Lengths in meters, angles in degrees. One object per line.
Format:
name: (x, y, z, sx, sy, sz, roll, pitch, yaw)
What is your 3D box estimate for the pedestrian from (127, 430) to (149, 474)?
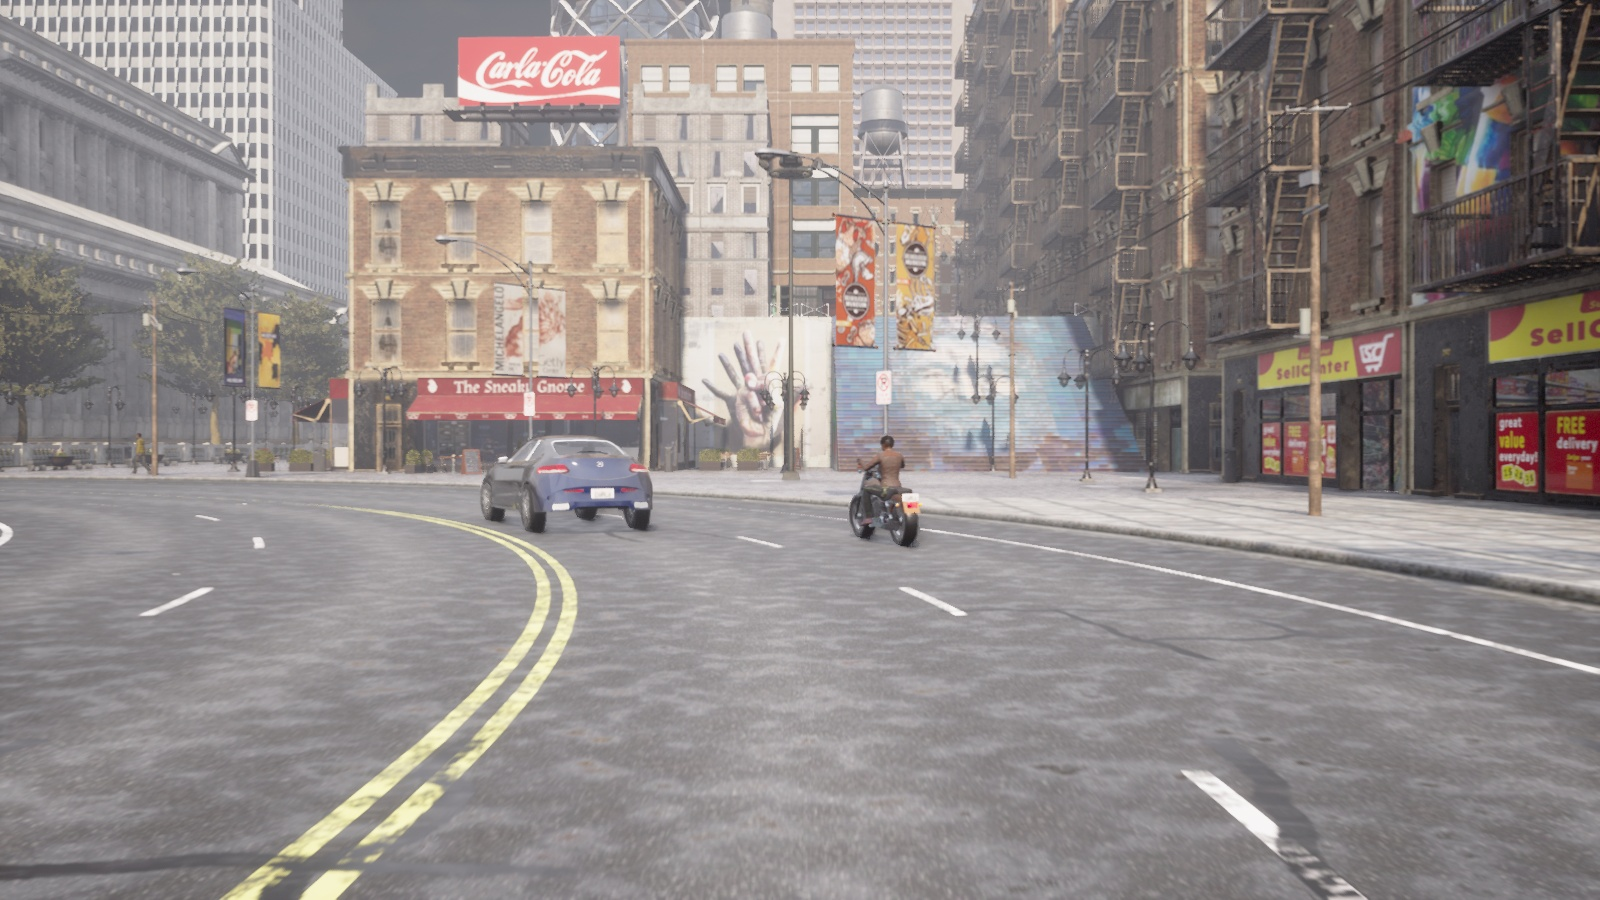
pedestrian: (-28.206, 0.079, 53.508, 0.709, 1.840, 0.431, 0, 0, 7)

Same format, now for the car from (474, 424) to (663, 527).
car: (-4.355, 0.393, 22.895, 2.152, 1.651, 5.027, 0, 0, -26)

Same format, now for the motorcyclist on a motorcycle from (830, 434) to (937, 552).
motorcyclist on a motorcycle: (1.210, 0.592, 18.796, 0.766, 1.649, 2.350, 0, 0, -18)
